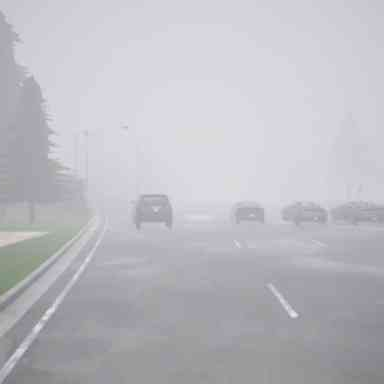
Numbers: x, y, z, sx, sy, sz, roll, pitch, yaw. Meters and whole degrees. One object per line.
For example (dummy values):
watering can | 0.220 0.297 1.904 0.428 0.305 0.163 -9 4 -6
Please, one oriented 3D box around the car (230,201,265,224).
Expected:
car | 3.865 1.352 23.801 1.882 1.535 5.008 0 0 1

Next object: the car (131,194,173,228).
car | -2.648 1.120 21.380 2.150 2.045 5.566 0 0 -13

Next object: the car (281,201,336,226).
car | 7.348 1.368 22.166 2.128 1.511 4.902 0 0 1

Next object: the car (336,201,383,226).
car | 10.849 1.362 22.138 2.128 1.511 4.902 0 0 1
